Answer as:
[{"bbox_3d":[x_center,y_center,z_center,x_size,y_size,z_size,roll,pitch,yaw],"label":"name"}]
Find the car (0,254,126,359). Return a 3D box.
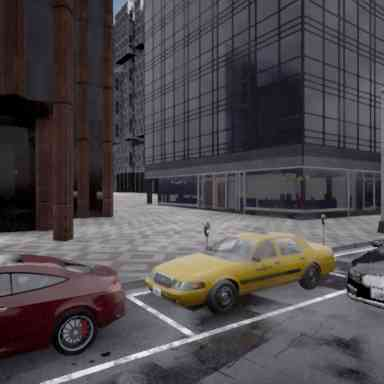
[{"bbox_3d":[-2.986,1.582,4.522,4.206,1.307,1.802,0,0,-35],"label":"car"}]

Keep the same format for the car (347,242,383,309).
[{"bbox_3d":[5.231,1.491,7.064,4.902,1.511,2.128,0,0,-35],"label":"car"}]

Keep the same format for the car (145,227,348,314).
[{"bbox_3d":[1.317,1.525,7.560,4.829,1.417,1.752,0,0,-35],"label":"car"}]
